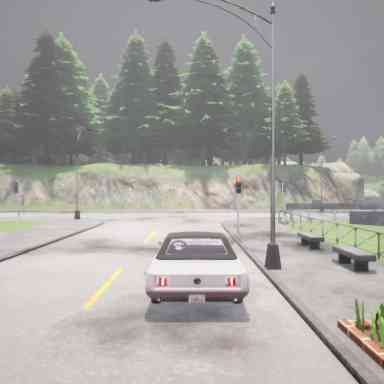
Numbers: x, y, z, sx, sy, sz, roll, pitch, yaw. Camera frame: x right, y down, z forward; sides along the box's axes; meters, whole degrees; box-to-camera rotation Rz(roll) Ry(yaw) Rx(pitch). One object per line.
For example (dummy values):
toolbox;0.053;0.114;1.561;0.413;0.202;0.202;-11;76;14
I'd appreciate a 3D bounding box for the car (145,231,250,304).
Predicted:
car;0.095;1.600;8.098;1.895;1.301;4.718;0;0;0
